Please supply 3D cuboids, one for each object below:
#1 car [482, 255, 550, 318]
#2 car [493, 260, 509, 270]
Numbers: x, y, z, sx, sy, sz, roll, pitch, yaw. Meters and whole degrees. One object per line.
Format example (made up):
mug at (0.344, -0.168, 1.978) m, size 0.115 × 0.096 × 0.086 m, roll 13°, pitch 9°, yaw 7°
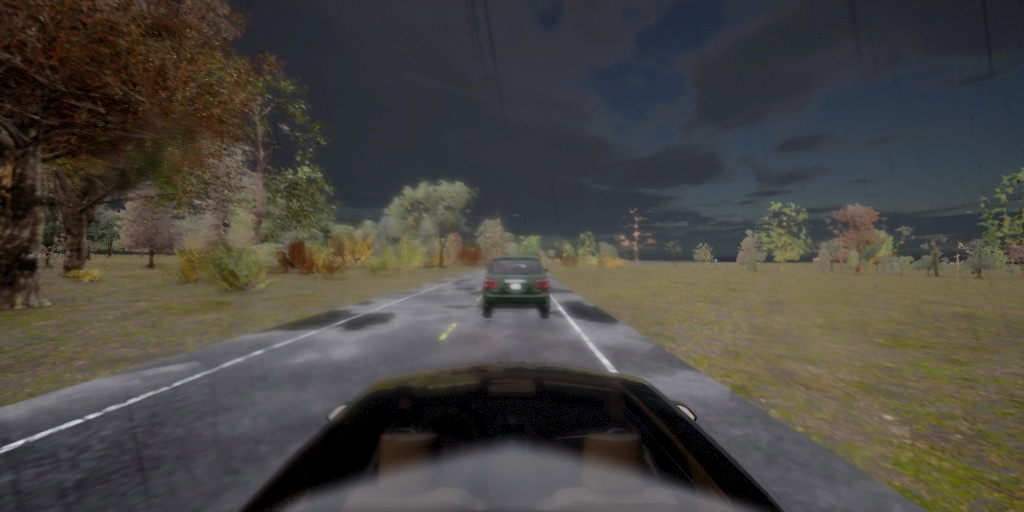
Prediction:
car at (0.183, 0.990, 13.257) m, size 2.150 × 2.045 × 5.566 m, roll 0°, pitch 0°, yaw 1°
car at (-1.659, 1.367, 55.013) m, size 1.882 × 1.535 × 5.008 m, roll 0°, pitch -1°, yaw 4°
